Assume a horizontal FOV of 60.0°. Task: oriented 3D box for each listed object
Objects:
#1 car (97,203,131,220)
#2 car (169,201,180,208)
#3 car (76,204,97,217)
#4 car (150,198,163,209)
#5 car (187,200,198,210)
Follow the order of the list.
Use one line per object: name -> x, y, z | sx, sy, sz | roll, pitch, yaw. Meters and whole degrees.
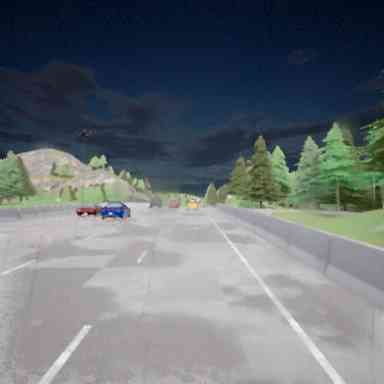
car -> -6.906, 1.708, 30.669 | 1.882, 1.535, 5.008 | 0, -1, 0
car -> -3.507, 2.555, 65.952 | 1.994, 1.385, 4.181 | 0, -1, -1
car -> -10.408, 1.883, 34.755 | 1.895, 1.301, 4.718 | 0, -1, 0
car -> -6.984, 2.211, 65.792 | 2.150, 2.045, 5.566 | 0, -2, -1
car -> 0.069, 2.219, 57.282 | 1.801, 1.575, 5.366 | 0, -2, 0
